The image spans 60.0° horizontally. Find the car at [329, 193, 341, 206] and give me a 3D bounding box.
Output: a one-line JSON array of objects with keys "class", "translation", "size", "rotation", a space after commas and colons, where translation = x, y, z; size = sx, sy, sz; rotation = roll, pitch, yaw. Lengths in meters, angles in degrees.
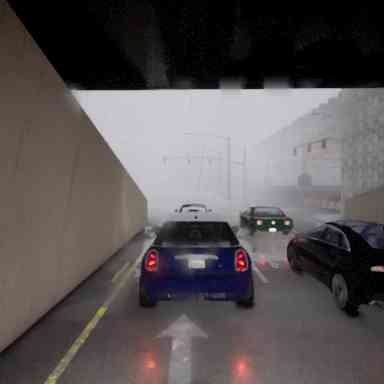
[{"class": "car", "translation": [17.414, 0.967, 34.750], "size": [2.038, 1.542, 4.974], "rotation": [-1, 1, -35]}]

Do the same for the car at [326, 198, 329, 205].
[{"class": "car", "translation": [17.516, 0.903, 39.357], "size": [2.038, 1.542, 4.974], "rotation": [1, 1, 45]}]

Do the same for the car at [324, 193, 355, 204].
[{"class": "car", "translation": [17.552, 0.745, 39.392], "size": [1.853, 1.218, 4.536], "rotation": [1, 1, 45]}]

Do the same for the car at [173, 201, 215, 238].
[{"class": "car", "translation": [0.068, 1.288, 16.966], "size": [1.812, 1.442, 4.674], "rotation": [0, 1, 0]}]

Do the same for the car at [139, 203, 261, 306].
[{"class": "car", "translation": [0.084, 1.240, 7.912], "size": [2.097, 1.767, 4.553], "rotation": [0, 1, 0]}]

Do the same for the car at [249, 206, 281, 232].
[{"class": "car", "translation": [3.591, 1.363, 16.975], "size": [1.895, 1.301, 4.718], "rotation": [0, 1, 0]}]

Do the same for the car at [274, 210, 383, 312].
[{"class": "car", "translation": [3.586, 1.386, 7.446], "size": [2.128, 1.511, 4.902], "rotation": [0, 1, 0]}]
